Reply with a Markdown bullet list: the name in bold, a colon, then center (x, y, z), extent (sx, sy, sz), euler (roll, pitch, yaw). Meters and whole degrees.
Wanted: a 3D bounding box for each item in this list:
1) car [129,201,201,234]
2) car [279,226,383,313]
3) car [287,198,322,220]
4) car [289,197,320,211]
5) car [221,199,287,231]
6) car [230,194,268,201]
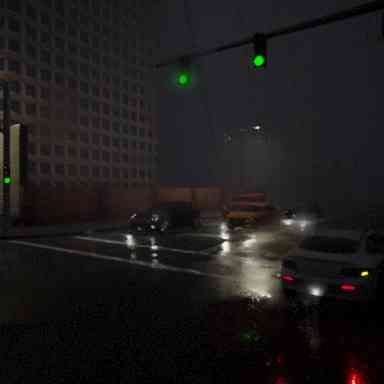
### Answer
- **car**: center (-1.442, 1.322, 19.067), extent (2.097, 1.767, 4.553), euler (0, 0, 35)
- **car**: center (3.520, 1.530, 7.749), extent (1.812, 1.442, 4.674), euler (0, 0, 35)
- **car**: center (9.685, 1.520, 28.664), extent (2.033, 1.411, 5.357), euler (0, 0, 36)
- **car**: center (13.658, 1.412, 40.155), extent (2.033, 1.411, 5.357), euler (0, 0, 35)
- **car**: center (3.944, 1.457, 20.604), extent (1.882, 1.535, 5.008), euler (0, 0, 35)
- **car**: center (4.572, 1.180, 27.520), extent (2.150, 2.045, 5.566), euler (0, 1, 36)
